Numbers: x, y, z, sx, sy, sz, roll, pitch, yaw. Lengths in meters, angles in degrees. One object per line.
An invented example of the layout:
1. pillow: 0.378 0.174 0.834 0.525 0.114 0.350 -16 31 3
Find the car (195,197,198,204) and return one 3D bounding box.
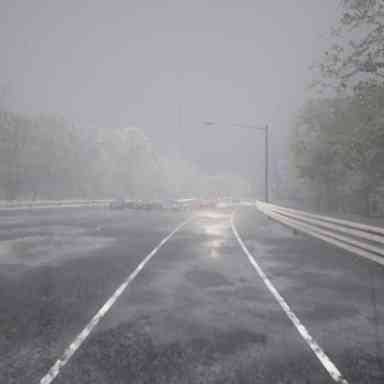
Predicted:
1. car: 2.212 2.070 82.781 2.097 1.767 4.553 0 -1 15

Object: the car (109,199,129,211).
1. car: -8.775 1.627 42.629 2.128 1.511 4.902 0 -1 15

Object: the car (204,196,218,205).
1. car: 4.547 1.895 78.055 2.150 2.045 5.566 0 -1 15

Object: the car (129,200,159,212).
1. car: -5.421 1.692 41.623 2.033 1.411 5.357 0 -1 15

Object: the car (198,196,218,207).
1. car: 3.120 1.778 59.597 2.097 1.767 4.553 0 -1 15

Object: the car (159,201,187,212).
1. car: -2.032 1.772 40.679 1.895 1.301 4.718 0 -1 15
